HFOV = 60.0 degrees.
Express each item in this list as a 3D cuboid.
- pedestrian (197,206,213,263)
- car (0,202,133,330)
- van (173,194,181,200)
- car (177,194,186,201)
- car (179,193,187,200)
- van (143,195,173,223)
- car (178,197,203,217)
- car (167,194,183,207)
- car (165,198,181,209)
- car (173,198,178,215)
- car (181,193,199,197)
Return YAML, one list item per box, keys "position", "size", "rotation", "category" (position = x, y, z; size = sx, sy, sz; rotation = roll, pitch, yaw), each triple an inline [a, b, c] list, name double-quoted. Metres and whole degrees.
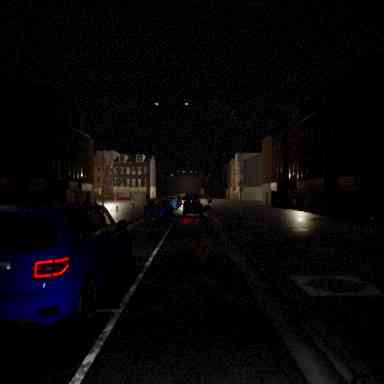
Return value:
- position: [0.417, 1.290, 10.358]
  size: [0.375, 1.860, 0.375]
  rotation: [0, 0, 0]
  category: "pedestrian"
- position: [-2.752, 1.222, 7.108]
  size: [2.150, 2.045, 5.566]
  rotation: [0, 0, 0]
  category: "car"
- position: [-2.647, 1.337, 41.527]
  size: [1.690, 1.788, 3.998]
  rotation: [0, 0, 0]
  category: "van"
- position: [-2.652, 1.346, 84.238]
  size: [2.192, 1.841, 5.009]
  rotation: [0, 0, 0]
  category: "car"
- position: [-2.653, 1.362, 95.092]
  size: [2.192, 1.841, 5.009]
  rotation: [0, 0, 0]
  category: "car"
- position: [-2.646, 1.335, 25.225]
  size: [1.690, 1.788, 3.998]
  rotation: [0, 0, 0]
  category: "van"
- position: [0.080, 1.485, 31.799]
  size: [2.128, 1.511, 4.902]
  rotation: [0, 0, 0]
  category: "car"
- position: [-2.649, 1.316, 52.395]
  size: [2.192, 1.841, 5.009]
  rotation: [0, 0, 0]
  category: "car"
- position: [-2.647, 1.542, 46.960]
  size: [1.887, 1.381, 4.507]
  rotation: [0, 0, 0]
  category: "car"
- position: [-2.645, 1.560, 30.659]
  size: [1.947, 1.339, 4.313]
  rotation: [0, 0, 0]
  category: "car"
- position: [0.040, 1.217, 43.353]
  size: [2.150, 2.045, 5.566]
  rotation: [0, 0, 1]
  category: "car"
